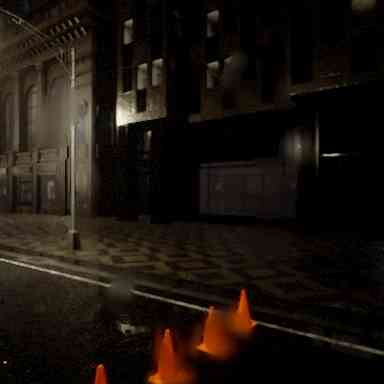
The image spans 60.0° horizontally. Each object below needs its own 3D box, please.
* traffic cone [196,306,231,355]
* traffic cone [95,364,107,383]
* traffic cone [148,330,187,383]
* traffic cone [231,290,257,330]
[{"bbox_3d":[0.288,1.954,4.810,0.340,0.580,0.340,0,0,36],"label":"traffic cone"},{"bbox_3d":[-0.875,1.954,3.183,0.340,0.580,0.340,0,0,36],"label":"traffic cone"},{"bbox_3d":[-0.294,1.954,3.997,0.340,0.580,0.340,0,0,36],"label":"traffic cone"},{"bbox_3d":[0.869,1.954,5.624,0.340,0.580,0.340,0,0,36],"label":"traffic cone"}]
